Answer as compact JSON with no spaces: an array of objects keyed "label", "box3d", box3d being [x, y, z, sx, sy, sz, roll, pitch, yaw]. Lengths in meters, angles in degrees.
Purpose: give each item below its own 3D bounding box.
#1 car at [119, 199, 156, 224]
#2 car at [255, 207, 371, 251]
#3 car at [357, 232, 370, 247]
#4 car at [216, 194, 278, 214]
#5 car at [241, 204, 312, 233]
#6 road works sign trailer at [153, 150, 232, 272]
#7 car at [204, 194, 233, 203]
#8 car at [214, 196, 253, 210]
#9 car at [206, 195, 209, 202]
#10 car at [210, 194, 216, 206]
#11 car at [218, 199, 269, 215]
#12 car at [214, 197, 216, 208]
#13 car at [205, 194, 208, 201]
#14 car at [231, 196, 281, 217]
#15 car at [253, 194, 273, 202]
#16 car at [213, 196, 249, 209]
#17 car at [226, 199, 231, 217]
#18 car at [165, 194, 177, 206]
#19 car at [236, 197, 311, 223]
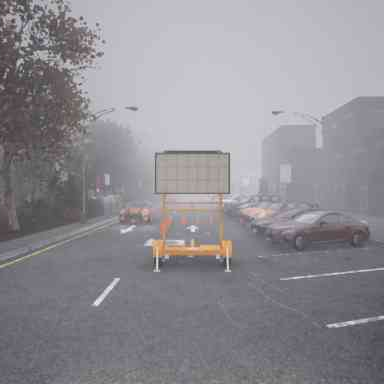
[{"label":"car","box3d":[-3.932,1.362,24.542,2.097,1.767,4.553,0,0,0]},{"label":"car","box3d":[5.336,1.528,14.043,4.674,1.452,2.002,1,0,-20]},{"label":"car","box3d":[5.317,1.487,5.043,4.892,1.521,2.231,1,0,-20]},{"label":"car","box3d":[5.397,1.252,29.031,5.566,2.045,2.435,1,0,-20]},{"label":"car","box3d":[5.318,1.518,17.035,4.792,1.488,2.163,1,0,-20]},{"label":"road works sign trailer","box3d":[0.018,0.465,10.777,2.380,3.560,2.880,0,0,0]},{"label":"car","box3d":[5.611,1.391,71.120,5.566,2.045,2.435,1,0,-20]},{"label":"car","box3d":[5.463,1.414,44.061,4.553,1.767,2.185,1,0,-20]},{"label":"car","box3d":[5.545,1.583,56.082,5.008,1.535,2.097,1,-1,-20]},{"label":"car","box3d":[5.437,1.271,38.048,5.566,2.045,2.435,1,0,-20]},{"label":"car","box3d":[5.414,1.545,35.046,4.792,1.488,2.163,1,0,-20]},{"label":"car","box3d":[5.251,1.503,31.989,5.366,1.575,1.946,1,0,-20]},{"label":"car","box3d":[5.404,1.613,65.027,5.366,1.575,1.946,1,0,-20]},{"label":"car","box3d":[5.407,1.369,23.056,4.553,1.767,2.185,1,0,-20]},{"label":"car","box3d":[18.624,1.463,87.074,2.435,2.045,5.566,0,0,-21]},{"label":"car","box3d":[5.480,1.424,47.063,4.553,1.767,2.185,1,0,-20]},{"label":"car","box3d":[5.387,1.538,26.052,4.674,1.452,2.002,1,0,-20]},{"label":"car","box3d":[-3.856,1.328,58.316,2.150,2.045,5.566,0,0,0]},{"label":"car","box3d":[5.392,1.366,20.055,4.553,1.767,2.185,1,0,-20]}]
